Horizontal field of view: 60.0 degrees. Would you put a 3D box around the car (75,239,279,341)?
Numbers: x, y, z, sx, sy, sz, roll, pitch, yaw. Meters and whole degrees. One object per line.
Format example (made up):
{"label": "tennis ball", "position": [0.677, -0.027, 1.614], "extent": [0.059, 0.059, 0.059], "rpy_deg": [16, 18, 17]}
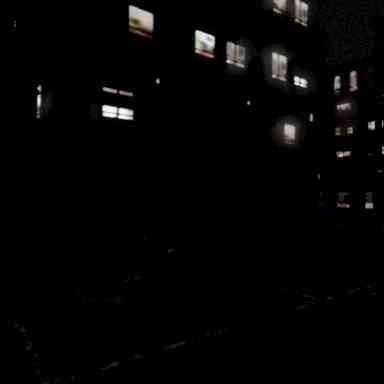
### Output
{"label": "car", "position": [-0.076, 1.619, 6.503], "extent": [4.206, 1.307, 1.802], "rpy_deg": [1, 0, -35]}

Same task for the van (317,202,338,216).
{"label": "van", "position": [16.579, 2.136, 42.573], "extent": [1.690, 1.788, 3.998], "rpy_deg": [0, -1, -36]}

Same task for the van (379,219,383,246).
{"label": "van", "position": [9.035, 1.491, 13.138], "extent": [3.998, 1.788, 1.690], "rpy_deg": [1, 0, -35]}
